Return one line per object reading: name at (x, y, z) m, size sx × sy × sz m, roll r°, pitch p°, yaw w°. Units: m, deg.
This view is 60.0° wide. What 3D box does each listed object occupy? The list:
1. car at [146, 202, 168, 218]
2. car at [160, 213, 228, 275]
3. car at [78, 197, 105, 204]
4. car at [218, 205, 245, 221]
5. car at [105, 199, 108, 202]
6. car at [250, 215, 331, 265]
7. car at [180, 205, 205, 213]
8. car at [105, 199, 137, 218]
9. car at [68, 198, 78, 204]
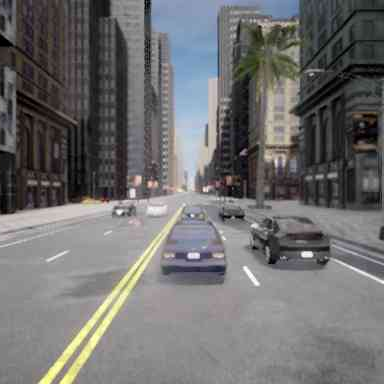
car at (-3.368, 1.719, 32.691) m, size 1.812 × 1.442 × 4.674 m, roll 0°, pitch 0°, yaw 0°
car at (0.060, 1.612, 10.633) m, size 2.033 × 1.411 × 5.357 m, roll 0°, pitch 0°, yaw 0°
car at (-23.885, 2.272, 79.294) m, size 4.829 × 1.417 × 1.752 m, roll -1°, pitch 1°, yaw 0°
car at (3.316, 1.773, 28.888) m, size 1.895 × 1.301 × 4.718 m, roll 0°, pitch 0°, yaw 0°
car at (-24.030, 2.301, 87.822) m, size 4.507 × 1.381 × 1.887 m, roll -1°, pitch 1°, yaw 0°
car at (3.316, 1.576, 11.974) m, size 1.837 × 1.490 × 4.892 m, roll 0°, pitch -1°, yaw 0°
car at (0.052, 1.702, 25.655) m, size 2.033 × 1.411 × 5.357 m, roll 0°, pitch 0°, yaw 0°
car at (-6.618, 1.687, 32.831) m, size 2.128 × 1.511 × 4.902 m, roll 0°, pitch 0°, yaw 0°
car at (-29.120, 2.141, 87.833) m, size 5.009 × 1.841 × 2.192 m, roll -1°, pitch 1°, yaw 0°
